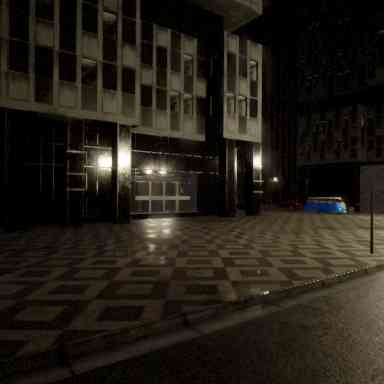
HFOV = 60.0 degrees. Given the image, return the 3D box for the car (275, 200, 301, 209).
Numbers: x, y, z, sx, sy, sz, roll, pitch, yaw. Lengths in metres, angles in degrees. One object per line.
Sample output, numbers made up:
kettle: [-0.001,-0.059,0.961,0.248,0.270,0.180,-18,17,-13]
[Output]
car: [14.042,1.820,48.291,1.802,1.307,4.206,0,0,-36]

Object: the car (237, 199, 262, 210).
car: [7.114,1.708,43.324,1.887,1.381,4.507,0,0,-36]

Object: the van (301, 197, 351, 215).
van: [13.687,1.426,34.137,1.690,1.788,3.998,0,0,-36]

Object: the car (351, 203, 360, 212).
car: [20.615,1.726,39.102,1.947,1.339,4.313,0,0,-36]

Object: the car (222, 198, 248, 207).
car: [7.370,1.841,57.617,1.752,1.417,4.829,0,0,-36]

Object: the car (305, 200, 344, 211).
car: [17.329,1.750,43.697,2.008,1.369,4.403,0,0,-36]
